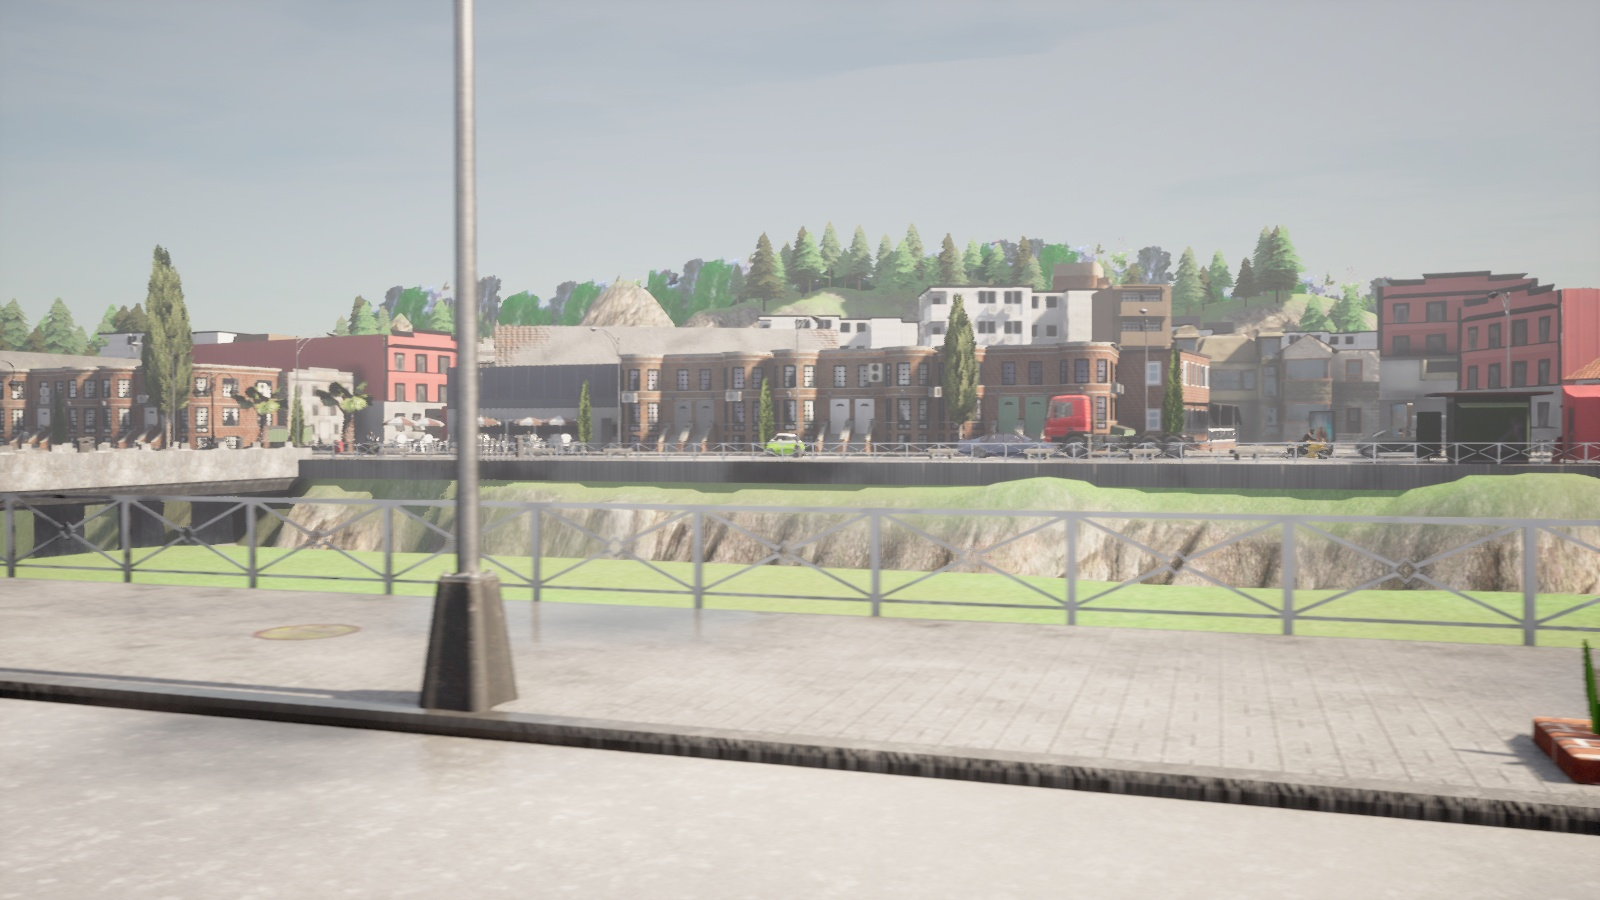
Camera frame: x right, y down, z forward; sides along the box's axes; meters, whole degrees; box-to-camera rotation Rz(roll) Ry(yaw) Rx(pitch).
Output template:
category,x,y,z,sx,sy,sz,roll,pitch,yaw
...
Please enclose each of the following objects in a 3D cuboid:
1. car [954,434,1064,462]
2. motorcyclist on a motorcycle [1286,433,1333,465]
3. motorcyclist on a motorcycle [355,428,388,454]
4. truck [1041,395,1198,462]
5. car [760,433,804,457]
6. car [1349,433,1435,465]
category,x,y,z,sx,sy,sz,roll,pitch,yaw
car,10.844,-0.128,65.151,5.357,1.411,2.033,1,1,19
motorcyclist on a motorcycle,24.564,-0.068,60.550,2.044,1.523,0.797,1,1,19
motorcyclist on a motorcycle,-26.505,-0.564,77.661,1.817,1.590,0.866,1,1,19
truck,17.095,-1.168,67.260,7.936,3.462,2.891,1,1,18
car,-1.035,-0.297,73.344,2.207,1.376,1.481,1,1,19
car,29.689,-0.092,63.052,3.705,1.549,1.789,1,1,19
